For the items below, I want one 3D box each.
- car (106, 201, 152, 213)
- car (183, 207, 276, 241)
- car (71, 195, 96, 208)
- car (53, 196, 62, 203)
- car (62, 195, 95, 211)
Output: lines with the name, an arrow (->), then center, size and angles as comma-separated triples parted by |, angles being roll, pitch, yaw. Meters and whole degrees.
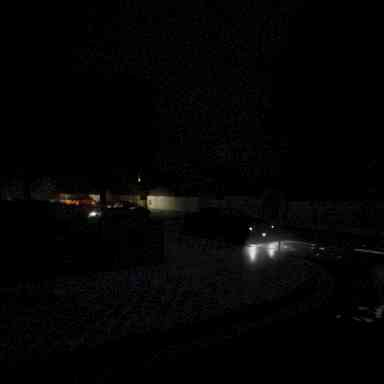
car -> -5.102, 1.427, 26.249 | 2.033, 1.411, 5.357 | 0, 0, -36
car -> 1.632, 1.485, 16.849 | 2.033, 1.411, 5.357 | 0, 0, -36
car -> -14.555, 1.260, 44.415 | 1.882, 1.535, 5.008 | 0, 0, -35
car -> -20.571, 1.339, 52.722 | 1.895, 1.301, 4.718 | 0, 0, -36
car -> -12.111, 1.174, 36.053 | 2.097, 1.767, 4.553 | 0, 0, -35
